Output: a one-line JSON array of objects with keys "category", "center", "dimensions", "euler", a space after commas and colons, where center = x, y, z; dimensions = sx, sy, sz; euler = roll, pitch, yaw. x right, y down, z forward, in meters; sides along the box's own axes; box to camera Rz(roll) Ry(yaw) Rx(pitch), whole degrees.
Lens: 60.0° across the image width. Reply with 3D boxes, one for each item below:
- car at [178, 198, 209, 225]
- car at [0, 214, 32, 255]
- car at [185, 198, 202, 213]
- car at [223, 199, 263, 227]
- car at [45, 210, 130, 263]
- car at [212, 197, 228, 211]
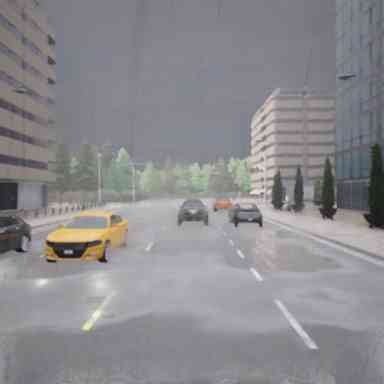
[{"category": "car", "center": [0.094, 1.353, 24.114], "dimensions": [2.097, 1.767, 4.553], "euler": [0, 0, 0]}, {"category": "car", "center": [-7.081, 1.505, 10.941], "dimensions": [1.837, 1.490, 4.892], "euler": [0, 0, 0]}, {"category": "car", "center": [0.103, 1.506, 38.311], "dimensions": [1.837, 1.490, 4.892], "euler": [0, -1, -1]}, {"category": "car", "center": [3.587, 1.495, 22.827], "dimensions": [2.128, 1.511, 4.902], "euler": [0, 0, 0]}, {"category": "car", "center": [-3.577, 1.478, 12.163], "dimensions": [1.882, 1.535, 5.008], "euler": [0, 0, 0]}, {"category": "car", "center": [3.613, 1.356, 40.434], "dimensions": [2.097, 1.767, 4.553], "euler": [0, 0, 0]}]
